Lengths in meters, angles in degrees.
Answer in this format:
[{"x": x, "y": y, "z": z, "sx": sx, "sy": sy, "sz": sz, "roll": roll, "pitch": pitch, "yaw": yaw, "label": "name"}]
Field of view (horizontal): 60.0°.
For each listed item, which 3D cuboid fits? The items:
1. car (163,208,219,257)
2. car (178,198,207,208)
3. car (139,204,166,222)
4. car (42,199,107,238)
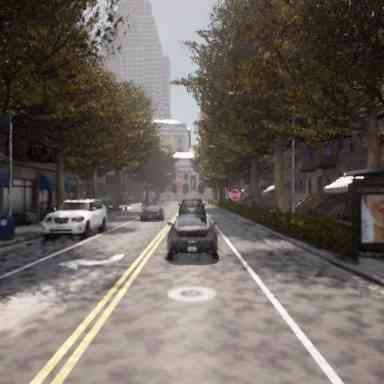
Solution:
[{"x": 0.024, "y": 1.654, "z": 13.500, "sx": 1.837, "sy": 1.490, "sz": 4.892, "roll": 0, "pitch": 0, "yaw": 0, "label": "car"}, {"x": 0.015, "y": 1.523, "z": 27.565, "sx": 2.150, "sy": 2.045, "sz": 5.566, "roll": 0, "pitch": 0, "yaw": 0, "label": "car"}, {"x": -3.517, "y": 1.852, "z": 30.146, "sx": 1.812, "sy": 1.442, "sz": 4.674, "roll": 0, "pitch": -1, "yaw": 0, "label": "car"}, {"x": -6.551, "y": 1.438, "z": 19.307, "sx": 2.435, "sy": 2.045, "sz": 5.566, "roll": 0, "pitch": -1, "yaw": 0, "label": "car"}]
